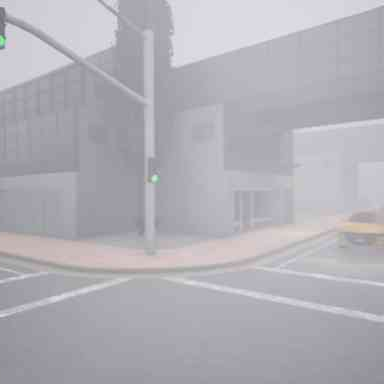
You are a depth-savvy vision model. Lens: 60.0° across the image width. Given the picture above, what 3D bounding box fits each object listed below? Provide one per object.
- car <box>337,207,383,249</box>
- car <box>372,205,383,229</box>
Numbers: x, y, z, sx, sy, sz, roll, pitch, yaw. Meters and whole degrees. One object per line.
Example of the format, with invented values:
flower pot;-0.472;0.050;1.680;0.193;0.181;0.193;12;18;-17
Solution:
car;7.631;1.499;14.195;1.882;1.535;5.008;-1;0;36
car;13.307;1.621;21.930;1.895;1.301;4.718;-1;0;36
